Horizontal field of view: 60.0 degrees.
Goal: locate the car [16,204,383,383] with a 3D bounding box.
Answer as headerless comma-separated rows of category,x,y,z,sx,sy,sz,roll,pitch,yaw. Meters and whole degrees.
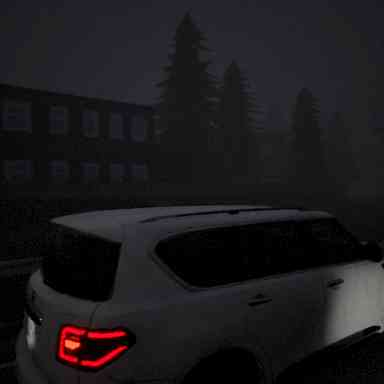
car,0.842,1.175,4.347,5.566,2.045,2.150,-1,1,-35
